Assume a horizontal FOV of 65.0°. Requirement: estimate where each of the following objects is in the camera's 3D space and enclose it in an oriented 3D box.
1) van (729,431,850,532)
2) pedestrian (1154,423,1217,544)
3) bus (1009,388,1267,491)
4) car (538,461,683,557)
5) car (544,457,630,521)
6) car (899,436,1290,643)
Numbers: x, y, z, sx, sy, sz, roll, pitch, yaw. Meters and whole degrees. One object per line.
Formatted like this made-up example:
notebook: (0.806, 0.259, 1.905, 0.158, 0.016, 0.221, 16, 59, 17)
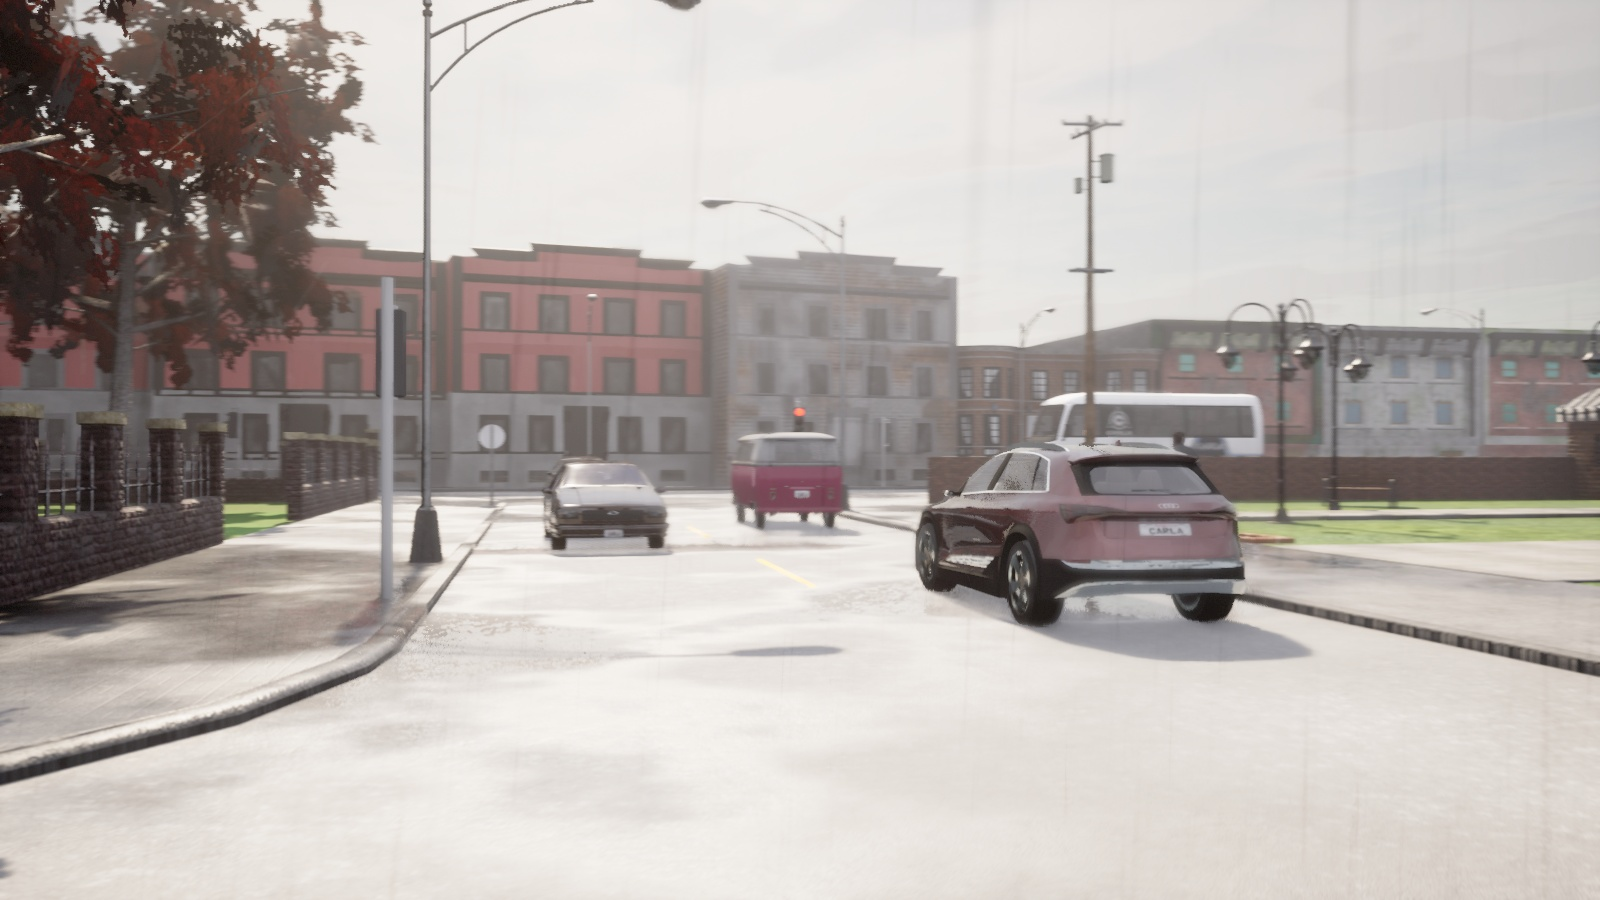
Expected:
van: (-0.324, 0.620, 27.008, 1.775, 1.987, 4.442, 0, 0, -11)
pedestrian: (6.153, 0.522, 20.064, 0.563, 1.883, 0.849, 0, 0, -19)
bus: (14.756, -0.440, 55.180, 10.273, 4.253, 3.944, 0, 0, -12)
car: (-3.410, 0.902, 21.657, 2.033, 1.411, 5.357, 0, 0, -13)
car: (-5.354, 0.918, 31.218, 1.816, 1.474, 4.193, 0, 0, -14)
car: (2.607, 0.722, 12.575, 2.033, 1.649, 4.856, 0, 0, -10)
